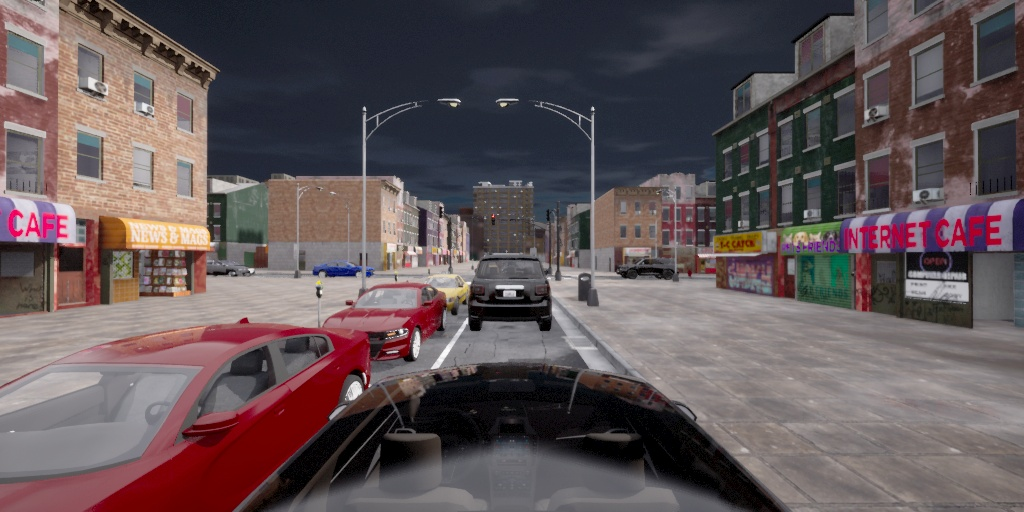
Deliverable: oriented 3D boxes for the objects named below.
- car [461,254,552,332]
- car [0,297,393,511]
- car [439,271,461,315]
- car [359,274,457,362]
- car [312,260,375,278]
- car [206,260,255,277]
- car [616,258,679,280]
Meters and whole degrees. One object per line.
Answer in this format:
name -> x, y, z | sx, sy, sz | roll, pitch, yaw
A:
car -> -0.028, 0.976, 11.076 | 2.150, 2.045, 5.566 | 0, 0, 1
car -> -2.637, 1.295, 2.761 | 1.888, 1.381, 4.507 | 0, 0, 0
car -> -2.637, 1.282, 13.579 | 1.751, 1.417, 4.829 | 0, 0, 0
car -> -2.637, 1.298, 8.255 | 1.888, 1.381, 4.507 | 0, 0, 0
car -> -14.385, 1.156, 30.837 | 5.008, 1.535, 1.882 | 0, 0, -2
car -> -24.790, 1.097, 30.788 | 4.902, 1.511, 2.128 | 0, 0, 0
car -> 12.806, 1.168, 33.934 | 5.566, 2.045, 2.150 | 1, 0, 0
